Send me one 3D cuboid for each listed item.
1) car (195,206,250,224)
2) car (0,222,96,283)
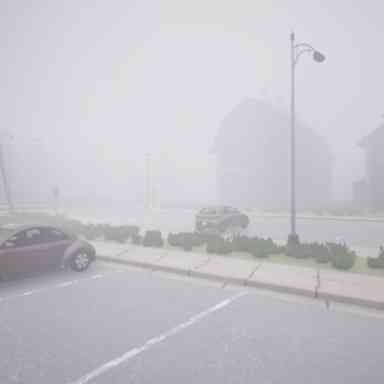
[{"bbox_3d":[1.886,1.541,20.031,1.816,1.474,4.193,0,0,36],"label":"car"},{"bbox_3d":[-4.586,1.552,8.849,1.784,1.438,3.905,0,0,36],"label":"car"}]
